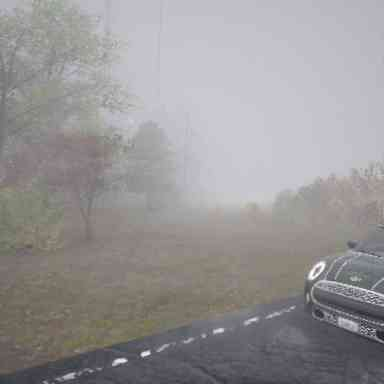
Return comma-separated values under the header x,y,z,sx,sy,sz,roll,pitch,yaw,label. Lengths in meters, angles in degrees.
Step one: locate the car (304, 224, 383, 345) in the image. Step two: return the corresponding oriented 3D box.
x,y,z,sx,sy,sz,roll,pitch,yaw,label
4.165,1.367,6.149,4.553,1.767,2.097,0,0,-34,car
